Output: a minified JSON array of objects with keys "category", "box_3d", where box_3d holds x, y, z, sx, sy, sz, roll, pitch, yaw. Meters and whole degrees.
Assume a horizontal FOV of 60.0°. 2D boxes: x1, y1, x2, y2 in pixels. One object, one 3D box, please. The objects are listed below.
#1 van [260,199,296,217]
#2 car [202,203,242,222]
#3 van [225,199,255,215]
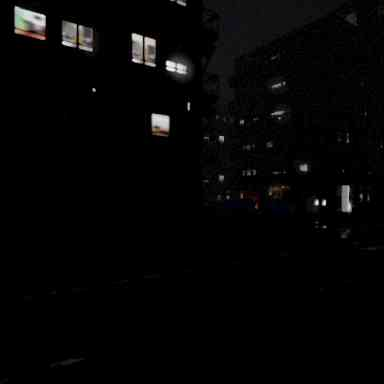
[{"category":"van","box_3d":[8.698,1.578,33.681,1.690,1.788,3.998,-1,0,-36]},{"category":"car","box_3d":[1.957,1.858,28.766,1.802,1.307,4.206,-1,0,-36]},{"category":"van","box_3d":[5.384,1.652,38.198,1.690,1.788,3.998,-1,0,-36]}]
